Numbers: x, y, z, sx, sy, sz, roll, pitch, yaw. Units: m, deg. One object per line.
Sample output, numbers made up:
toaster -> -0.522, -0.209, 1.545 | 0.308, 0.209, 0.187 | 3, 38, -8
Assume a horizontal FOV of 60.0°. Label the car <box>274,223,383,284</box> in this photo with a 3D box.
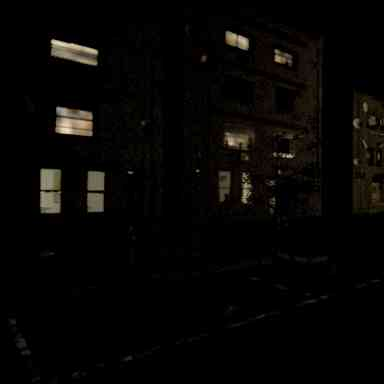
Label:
car -> 4.207, 1.583, 9.553 | 4.206, 1.307, 1.802 | 0, 1, -36
